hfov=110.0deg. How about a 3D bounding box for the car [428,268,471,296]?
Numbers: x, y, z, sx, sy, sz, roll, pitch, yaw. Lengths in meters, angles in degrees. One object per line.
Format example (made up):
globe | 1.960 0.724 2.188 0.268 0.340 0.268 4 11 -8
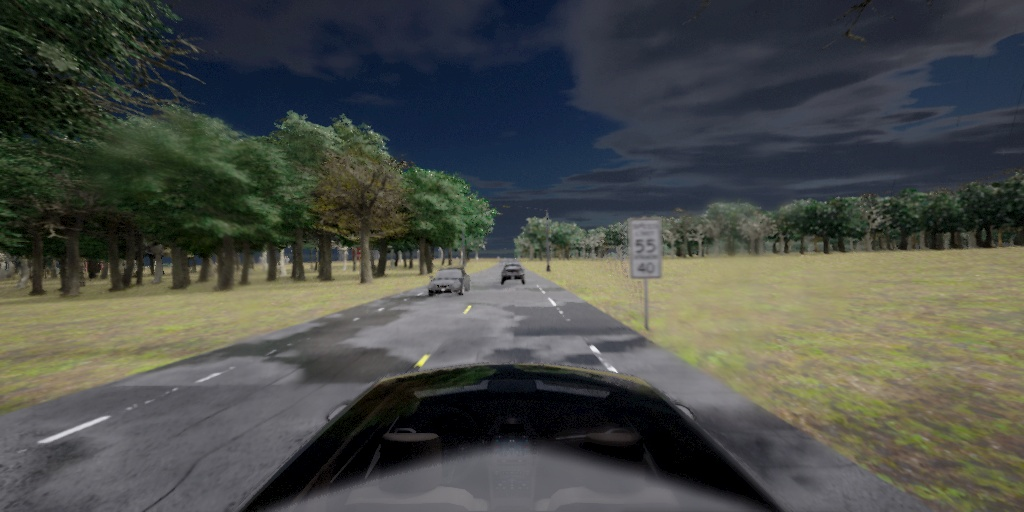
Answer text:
car | -3.464 1.445 20.440 1.837 1.490 4.892 -1 0 0

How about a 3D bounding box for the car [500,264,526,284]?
car | 0.079 1.427 28.863 1.837 1.490 4.892 -1 -1 1
